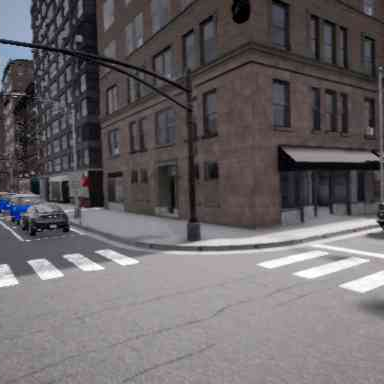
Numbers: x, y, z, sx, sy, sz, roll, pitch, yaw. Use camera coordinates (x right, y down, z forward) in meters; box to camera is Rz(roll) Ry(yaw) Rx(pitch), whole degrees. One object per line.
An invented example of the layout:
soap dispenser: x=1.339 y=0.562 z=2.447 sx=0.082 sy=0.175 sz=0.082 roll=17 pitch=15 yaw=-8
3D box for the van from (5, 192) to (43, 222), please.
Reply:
van: x=-10.581 y=1.031 z=21.219 sx=1.690 sy=1.788 sz=3.998 roll=-3 pitch=2 yaw=-34

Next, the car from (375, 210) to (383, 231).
car: x=9.285 y=0.852 z=12.986 sx=4.718 sy=1.301 sz=1.895 roll=-3 pitch=2 yaw=-31

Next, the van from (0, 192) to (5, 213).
van: x=-16.986 y=0.956 z=30.607 sx=1.690 sy=1.788 sz=3.998 roll=-3 pitch=2 yaw=-34

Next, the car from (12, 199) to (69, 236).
car: x=-7.371 y=1.278 z=16.532 sx=2.008 sy=1.369 sz=4.403 roll=-3 pitch=2 yaw=-34
